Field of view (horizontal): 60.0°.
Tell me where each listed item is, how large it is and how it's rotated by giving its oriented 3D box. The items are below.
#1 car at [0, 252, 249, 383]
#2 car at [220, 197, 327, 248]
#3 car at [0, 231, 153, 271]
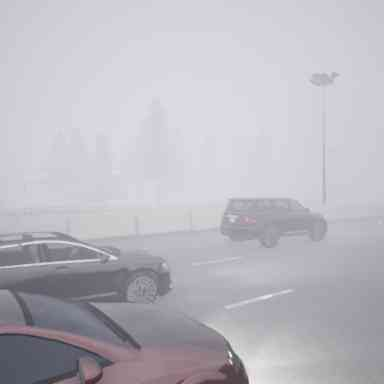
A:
[{"bbox_3d":[-1.511,1.565,2.669,4.181,1.385,1.994,0,0,-35],"label":"car"},{"bbox_3d":[3.795,1.244,15.060,5.566,2.045,2.150,0,0,-36],"label":"car"},{"bbox_3d":[-2.659,1.495,6.150,4.902,1.511,2.128,0,0,-35],"label":"car"}]
